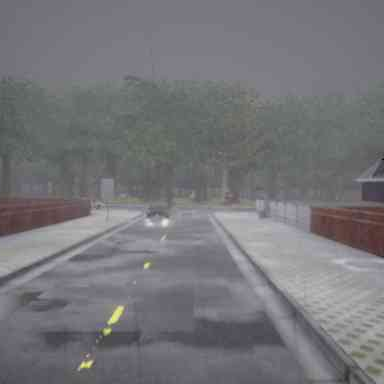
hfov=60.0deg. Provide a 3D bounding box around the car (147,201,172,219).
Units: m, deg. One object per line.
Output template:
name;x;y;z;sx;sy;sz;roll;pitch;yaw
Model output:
car;-2.767;1.511;29.396;2.033;1.411;5.357;0;0;0

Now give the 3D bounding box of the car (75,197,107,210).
car;-12.073;1.361;38.329;4.674;1.442;1.812;2;1;0

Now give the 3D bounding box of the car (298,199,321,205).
car;13.889;1.551;38.254;4.902;1.511;2.128;0;1;0
